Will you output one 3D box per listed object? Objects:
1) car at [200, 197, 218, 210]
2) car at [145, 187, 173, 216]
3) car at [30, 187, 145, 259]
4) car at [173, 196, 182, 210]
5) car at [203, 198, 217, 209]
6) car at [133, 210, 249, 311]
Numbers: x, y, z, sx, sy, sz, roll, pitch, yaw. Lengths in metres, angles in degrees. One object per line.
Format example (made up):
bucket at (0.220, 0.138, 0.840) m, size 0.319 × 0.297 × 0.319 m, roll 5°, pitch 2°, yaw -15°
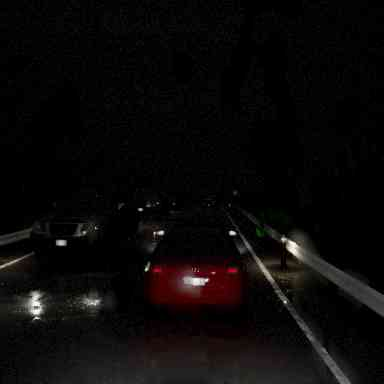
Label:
car at (1.986, 1.326, 38.657) m, size 1.812 × 1.442 × 4.674 m, roll 0°, pitch -2°, yaw 4°
car at (-2.813, 0.648, 22.046) m, size 2.150 × 2.045 × 5.566 m, roll 0°, pitch 0°, yaw 4°
car at (-3.336, 0.883, 11.573) m, size 2.150 × 2.045 × 5.566 m, roll 0°, pitch 2°, yaw 3°
car at (-2.054, 1.113, 32.641) m, size 2.033 × 1.411 × 5.357 m, roll 0°, pitch -2°, yaw 5°
car at (2.640, 1.632, 48.802) m, size 1.882 × 1.535 × 5.008 m, roll 0°, pitch -2°, yaw 2°
car at (0.101, 1.393, 7.633) m, size 1.994 × 1.385 × 4.181 m, roll 0°, pitch 3°, yaw 1°
